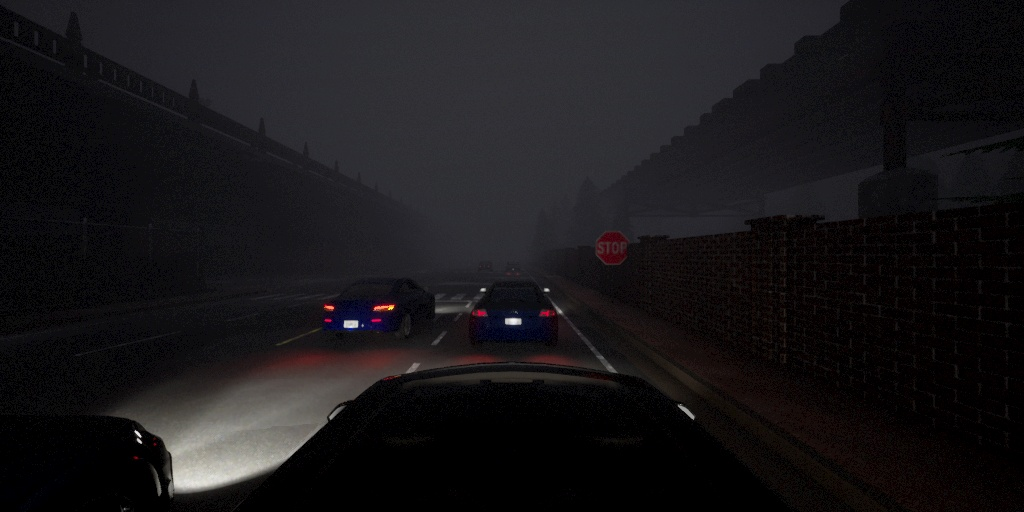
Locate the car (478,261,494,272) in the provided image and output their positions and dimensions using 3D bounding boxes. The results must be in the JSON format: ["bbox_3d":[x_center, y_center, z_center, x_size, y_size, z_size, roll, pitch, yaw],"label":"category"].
[{"bbox_3d":[-3.384,1.297,45.994,2.033,1.411,5.357,0,0,-1],"label":"car"}]

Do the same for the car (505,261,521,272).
[{"bbox_3d":[0.111,1.350,46.174,1.895,1.301,4.718,0,0,-1],"label":"car"}]

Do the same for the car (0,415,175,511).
[{"bbox_3d":[-3.399,1.314,0.791,1.994,1.385,4.181,0,0,0],"label":"car"}]

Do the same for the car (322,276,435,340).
[{"bbox_3d":[-3.411,1.276,9.887,1.812,1.442,4.674,0,0,0],"label":"car"}]

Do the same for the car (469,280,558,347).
[{"bbox_3d":[0.071,1.314,9.364,1.994,1.385,4.181,0,0,1],"label":"car"}]
